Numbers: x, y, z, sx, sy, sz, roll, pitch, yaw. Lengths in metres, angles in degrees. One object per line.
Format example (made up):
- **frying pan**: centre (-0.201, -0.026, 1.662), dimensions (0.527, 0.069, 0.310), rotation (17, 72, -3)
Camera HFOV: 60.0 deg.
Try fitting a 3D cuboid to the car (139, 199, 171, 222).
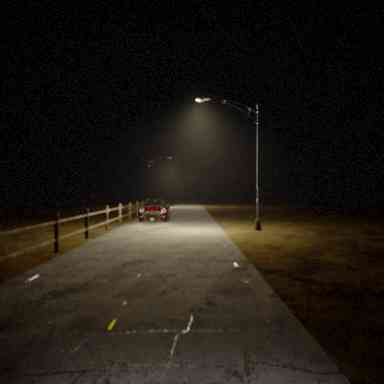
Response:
- **car**: centre (-2.839, 1.350, 25.988), dimensions (2.097, 1.767, 4.553), rotation (0, 0, 0)
